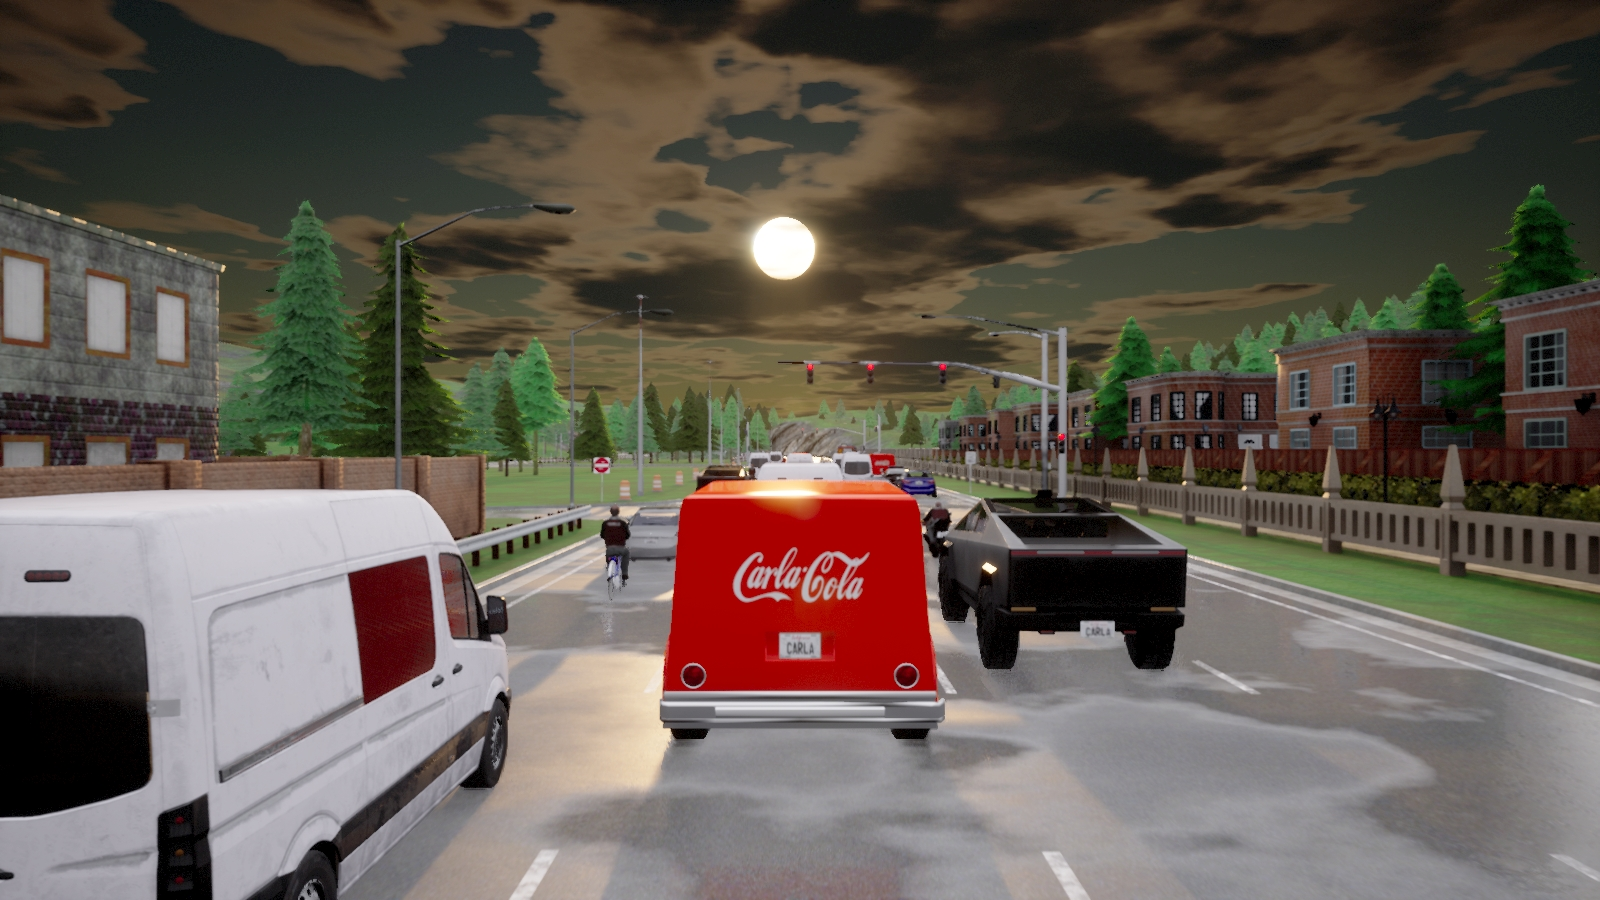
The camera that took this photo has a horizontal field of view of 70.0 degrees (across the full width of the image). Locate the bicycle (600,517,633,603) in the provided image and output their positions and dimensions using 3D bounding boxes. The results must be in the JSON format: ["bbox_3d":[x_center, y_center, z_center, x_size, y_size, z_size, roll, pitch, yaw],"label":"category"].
[{"bbox_3d":[-3.499,2.065,21.871,0.329,1.471,1.835,0,0,0],"label":"bicycle"}]

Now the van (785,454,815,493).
[{"bbox_3d":[-0.004,1.552,77.895,1.988,2.561,5.915,0,0,0],"label":"van"}]

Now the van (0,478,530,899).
[{"bbox_3d":[-3.502,1.536,7.636,1.988,2.561,5.915,0,0,0],"label":"van"}]

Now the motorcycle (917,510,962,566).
[{"bbox_3d":[3.530,2.212,29.103,0.867,1.251,2.209,0,0,0],"label":"motorcycle"}]

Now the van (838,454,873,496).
[{"bbox_3d":[3.495,1.550,72.955,1.988,2.561,5.915,0,0,0],"label":"van"}]

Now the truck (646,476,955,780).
[{"bbox_3d":[0.002,1.572,12.319,2.627,2.467,5.204,0,0,0],"label":"truck"}]

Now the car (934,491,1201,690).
[{"bbox_3d":[3.501,1.758,16.527,2.390,2.098,6.274,0,0,0],"label":"car"}]

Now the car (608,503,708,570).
[{"bbox_3d":[-3.504,2.125,28.943,1.994,1.385,4.181,0,0,0],"label":"car"}]

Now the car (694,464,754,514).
[{"bbox_3d":[-3.502,1.765,53.569,2.390,2.098,6.274,0,0,0],"label":"car"}]

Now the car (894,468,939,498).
[{"bbox_3d":[6.999,1.983,69.210,2.242,1.667,4.611,0,0,0],"label":"car"}]
